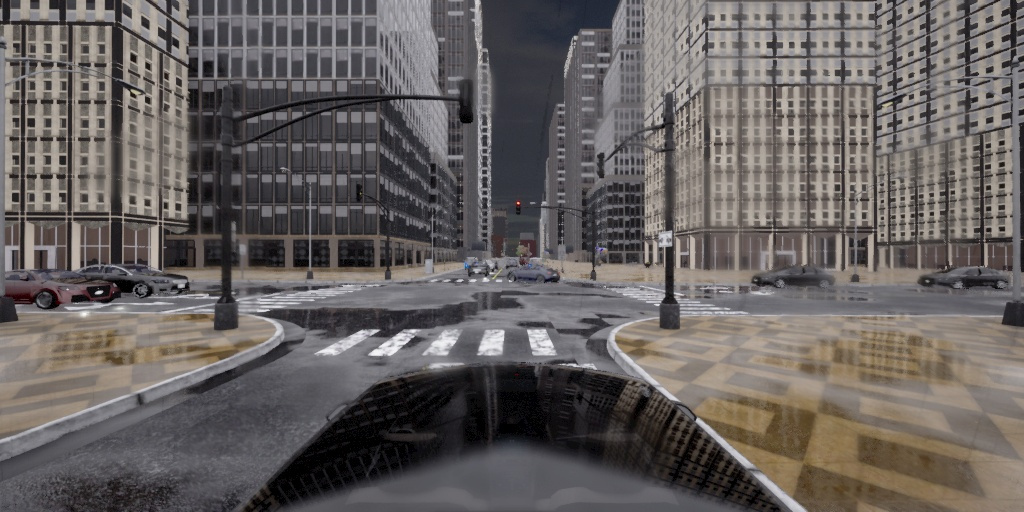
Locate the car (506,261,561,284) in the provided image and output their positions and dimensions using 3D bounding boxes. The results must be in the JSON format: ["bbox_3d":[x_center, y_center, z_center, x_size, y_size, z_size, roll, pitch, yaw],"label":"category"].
[{"bbox_3d":[1.633,1.314,27.012,4.181,1.385,1.994,0,0,41],"label":"car"}]

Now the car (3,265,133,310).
[{"bbox_3d":[-17.424,1.169,13.362,4.181,1.385,1.994,0,0,-1],"label":"car"}]

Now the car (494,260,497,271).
[{"bbox_3d":[-3.191,1.275,45.797,1.812,1.442,4.674,0,0,0],"label":"car"}]

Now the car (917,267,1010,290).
[{"bbox_3d":[30.571,1.495,24.322,4.892,1.490,1.837,0,0,-1],"label":"car"}]

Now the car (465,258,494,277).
[{"bbox_3d":[-3.231,1.241,35.622,2.128,1.511,4.902,0,0,0],"label":"car"}]

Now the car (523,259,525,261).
[{"bbox_3d":[2.618,1.295,45.327,1.888,1.381,4.507,0,0,0],"label":"car"}]

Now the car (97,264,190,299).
[{"bbox_3d":[-17.809,1.109,16.606,4.902,1.511,2.128,0,0,-1],"label":"car"}]

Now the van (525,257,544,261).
[{"bbox_3d":[2.687,1.090,39.789,1.690,1.789,3.998,0,0,0],"label":"van"}]

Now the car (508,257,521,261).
[{"bbox_3d":[0.050,1.297,59.053,2.033,1.411,5.357,0,0,2],"label":"car"}]

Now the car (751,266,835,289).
[{"bbox_3d":[18.792,1.424,24.069,4.892,1.490,1.837,1,0,-1],"label":"car"}]
